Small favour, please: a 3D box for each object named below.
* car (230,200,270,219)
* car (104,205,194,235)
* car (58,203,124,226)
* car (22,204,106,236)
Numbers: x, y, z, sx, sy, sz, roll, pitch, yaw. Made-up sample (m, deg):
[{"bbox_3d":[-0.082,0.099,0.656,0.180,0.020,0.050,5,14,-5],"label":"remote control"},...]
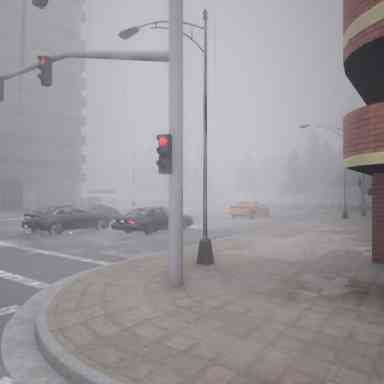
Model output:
[{"bbox_3d":[5.130,1.478,28.961,1.882,1.535,5.008,0,0,36],"label":"car"},{"bbox_3d":[-2.082,1.548,18.943,2.033,1.411,5.357,0,0,36],"label":"car"},{"bbox_3d":[-7.213,1.564,24.111,1.994,1.385,4.181,0,0,36],"label":"car"},{"bbox_3d":[-6.771,1.491,18.423,2.128,1.511,4.902,0,0,36],"label":"car"}]
